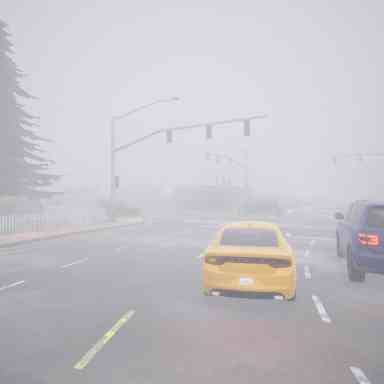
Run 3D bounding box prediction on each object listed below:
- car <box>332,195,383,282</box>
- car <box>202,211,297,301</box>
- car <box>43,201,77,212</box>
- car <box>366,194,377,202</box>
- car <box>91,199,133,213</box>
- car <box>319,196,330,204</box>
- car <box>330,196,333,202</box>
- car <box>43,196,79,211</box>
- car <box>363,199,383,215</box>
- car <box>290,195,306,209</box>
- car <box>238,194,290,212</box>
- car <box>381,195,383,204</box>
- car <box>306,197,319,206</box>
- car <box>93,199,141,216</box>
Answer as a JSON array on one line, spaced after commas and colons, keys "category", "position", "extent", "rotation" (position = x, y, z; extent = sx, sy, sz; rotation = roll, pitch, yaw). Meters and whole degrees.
[{"category": "car", "position": [5.479, 1.221, 9.507], "extent": [2.150, 2.045, 5.566], "rotation": [0, 0, 19]}, {"category": "car", "position": [1.513, 1.478, 8.484], "extent": [1.882, 1.535, 5.008], "rotation": [0, 0, 12]}, {"category": "car", "position": [-15.011, 1.581, 37.705], "extent": [4.674, 1.442, 1.812], "rotation": [0, 0, 32]}, {"category": "car", "position": [43.008, 1.355, 79.695], "extent": [2.097, 1.767, 4.553], "rotation": [0, 0, 32]}, {"category": "car", "position": [-9.226, 1.560, 38.216], "extent": [4.892, 1.490, 1.837], "rotation": [0, 0, 32]}, {"category": "car", "position": [23.931, 1.564, 62.103], "extent": [1.994, 1.385, 4.181], "rotation": [0, 0, 32]}, {"category": "car", "position": [29.182, 1.524, 70.581], "extent": [1.812, 1.442, 4.674], "rotation": [0, 0, 32]}, {"category": "car", "position": [-16.939, 1.407, 43.044], "extent": [4.553, 1.767, 2.097], "rotation": [0, 0, 32]}, {"category": "car", "position": [19.810, 1.569, 35.776], "extent": [2.033, 1.411, 5.357], "rotation": [0, 1, 22]}, {"category": "car", "position": [13.550, 1.491, 45.350], "extent": [2.128, 1.511, 4.902], "rotation": [0, 0, 32]}, {"category": "car", "position": [6.785, 1.392, 32.562], "extent": [4.553, 1.767, 2.097], "rotation": [0, 0, 32]}, {"category": "car", "position": [39.111, 1.478, 66.678], "extent": [1.882, 1.535, 5.008], "rotation": [0, 0, 32]}, {"category": "car", "position": [18.698, 1.526, 53.694], "extent": [1.812, 1.442, 4.674], "rotation": [0, 0, 31]}, {"category": "car", "position": [-7.172, 1.560, 32.794], "extent": [4.892, 1.490, 1.837], "rotation": [0, 0, 34]}]
